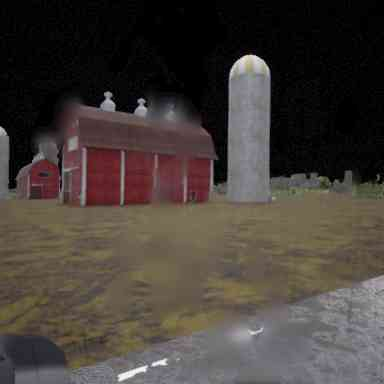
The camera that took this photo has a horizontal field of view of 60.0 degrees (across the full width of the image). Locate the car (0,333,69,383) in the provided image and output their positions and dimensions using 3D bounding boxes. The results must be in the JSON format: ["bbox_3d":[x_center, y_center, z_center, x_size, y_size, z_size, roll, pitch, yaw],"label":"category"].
[{"bbox_3d":[-2.869,1.508,1.026,4.892,1.490,1.837,0,0,-36],"label":"car"}]
